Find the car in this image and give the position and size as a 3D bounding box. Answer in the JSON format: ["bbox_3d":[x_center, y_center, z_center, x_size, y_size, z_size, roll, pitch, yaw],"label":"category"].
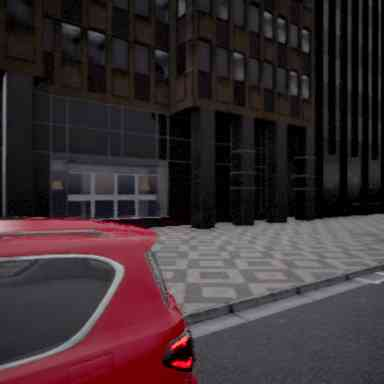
[{"bbox_3d":[-2.539,1.221,1.557,5.566,2.045,2.150,1,0,-35],"label":"car"}]
